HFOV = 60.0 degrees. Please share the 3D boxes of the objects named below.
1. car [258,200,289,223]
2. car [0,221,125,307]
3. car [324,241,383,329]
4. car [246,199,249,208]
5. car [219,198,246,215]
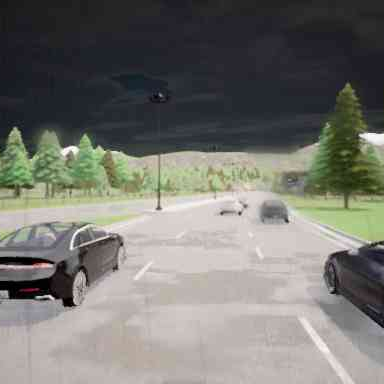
[{"bbox_3d":[5.949,1.365,24.398,1.837,1.490,4.892,0,0,10],"label":"car"},{"bbox_3d":[-2.968,1.438,7.841,2.128,1.511,4.902,0,0,4],"label":"car"},{"bbox_3d":[3.907,1.534,5.888,1.994,1.385,4.181,0,0,3],"label":"car"},{"bbox_3d":[6.123,1.354,42.053,1.895,1.301,4.718,0,0,13],"label":"car"},{"bbox_3d":[3.704,1.343,30.890,1.812,1.442,4.674,0,0,12],"label":"car"}]
